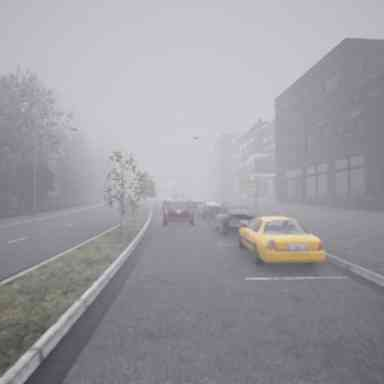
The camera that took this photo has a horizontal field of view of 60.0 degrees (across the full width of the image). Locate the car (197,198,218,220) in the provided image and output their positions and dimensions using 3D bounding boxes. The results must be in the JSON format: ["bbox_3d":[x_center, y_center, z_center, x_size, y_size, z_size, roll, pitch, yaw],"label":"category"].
[{"bbox_3d":[1.594,1.486,28.248,2.097,1.535,5.008,0,0,-5],"label":"car"}]

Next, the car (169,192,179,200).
[{"bbox_3d":[-4.881,1.016,88.847,2.435,2.045,5.566,0,0,-6],"label":"car"}]

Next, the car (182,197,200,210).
[{"bbox_3d":[-0.163,1.499,44.698,2.002,1.452,4.674,0,0,-6],"label":"car"}]

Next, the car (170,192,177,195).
[{"bbox_3d":[-2.522,1.135,66.788,2.435,2.045,5.566,0,0,-6],"label":"car"}]

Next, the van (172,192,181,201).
[{"bbox_3d":[-3.711,1.107,77.905,1.878,1.987,4.442,0,0,-6],"label":"van"}]

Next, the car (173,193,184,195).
[{"bbox_3d":[-1.935,1.439,61.275,2.163,1.488,4.792,0,0,-6],"label":"car"}]

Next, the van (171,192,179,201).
[{"bbox_3d":[-4.300,1.075,83.421,1.878,1.987,4.442,0,0,-6],"label":"van"}]

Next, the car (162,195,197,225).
[{"bbox_3d":[-1.053,1.356,24.127,2.097,1.767,4.553,0,0,-5],"label":"car"}]

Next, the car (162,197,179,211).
[{"bbox_3d":[-2.746,1.457,41.063,1.882,1.535,5.008,0,0,-6],"label":"car"}]

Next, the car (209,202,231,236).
[{"bbox_3d":[2.426,1.519,18.686,2.163,1.488,4.792,0,0,-3],"label":"car"}]

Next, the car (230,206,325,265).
[{"bbox_3d":[2.806,1.483,11.654,1.946,1.575,5.366,0,0,-2],"label":"car"}]
